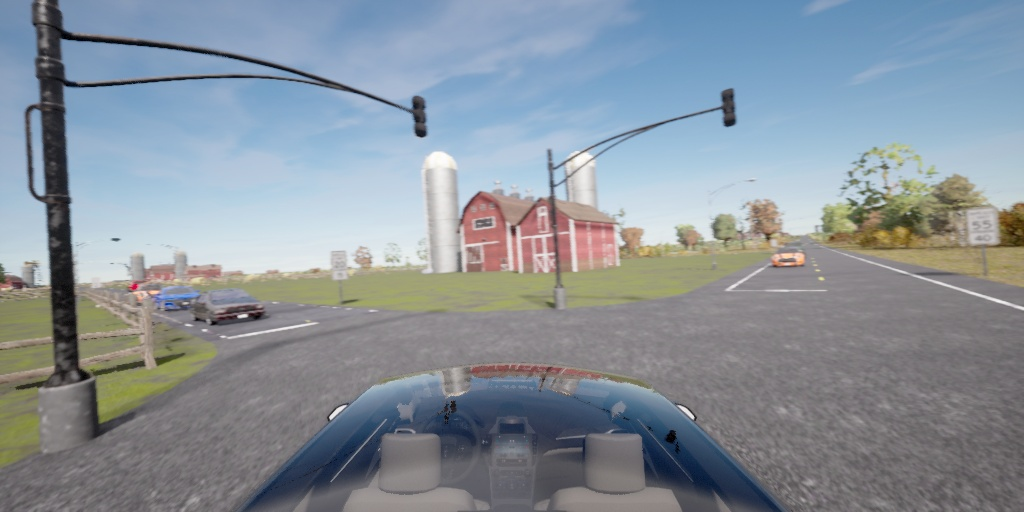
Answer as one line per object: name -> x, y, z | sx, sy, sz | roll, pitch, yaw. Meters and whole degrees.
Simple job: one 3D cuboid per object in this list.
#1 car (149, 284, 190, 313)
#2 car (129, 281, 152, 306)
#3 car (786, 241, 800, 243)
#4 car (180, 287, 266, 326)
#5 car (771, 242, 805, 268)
car -> -22.064, 2.760, 23.672 | 5.008, 1.535, 1.882 | -4, 0, 39
car -> -31.138, 3.245, 31.050 | 4.553, 1.767, 2.097 | -4, -1, 39
car -> 35.481, -0.792, 45.240 | 2.150, 2.045, 5.566 | -5, -1, 39
car -> -13.227, 2.235, 16.505 | 5.357, 1.411, 2.033 | -4, 0, 39
car -> 23.675, 0.026, 30.774 | 2.097, 1.767, 4.553 | -5, -1, 39
